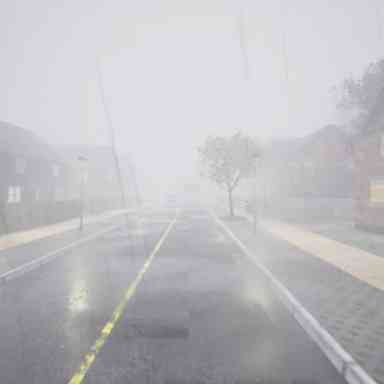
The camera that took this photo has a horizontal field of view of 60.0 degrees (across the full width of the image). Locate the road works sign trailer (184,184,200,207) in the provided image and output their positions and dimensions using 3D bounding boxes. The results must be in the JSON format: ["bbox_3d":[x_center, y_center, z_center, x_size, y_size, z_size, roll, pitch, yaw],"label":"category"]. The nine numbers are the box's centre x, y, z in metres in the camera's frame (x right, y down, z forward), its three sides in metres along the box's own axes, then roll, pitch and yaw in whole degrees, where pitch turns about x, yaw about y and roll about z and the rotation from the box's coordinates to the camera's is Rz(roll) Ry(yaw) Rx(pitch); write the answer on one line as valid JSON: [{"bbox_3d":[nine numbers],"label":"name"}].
[{"bbox_3d":[-0.003,0.488,51.959,2.380,3.560,2.880,0,0,0],"label":"road works sign trailer"}]

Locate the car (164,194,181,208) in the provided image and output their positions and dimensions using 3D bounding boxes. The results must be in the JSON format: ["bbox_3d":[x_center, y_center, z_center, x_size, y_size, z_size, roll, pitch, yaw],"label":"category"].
[{"bbox_3d":[-2.826,1.235,48.113,2.150,2.045,5.566,0,-1,0],"label":"car"}]
